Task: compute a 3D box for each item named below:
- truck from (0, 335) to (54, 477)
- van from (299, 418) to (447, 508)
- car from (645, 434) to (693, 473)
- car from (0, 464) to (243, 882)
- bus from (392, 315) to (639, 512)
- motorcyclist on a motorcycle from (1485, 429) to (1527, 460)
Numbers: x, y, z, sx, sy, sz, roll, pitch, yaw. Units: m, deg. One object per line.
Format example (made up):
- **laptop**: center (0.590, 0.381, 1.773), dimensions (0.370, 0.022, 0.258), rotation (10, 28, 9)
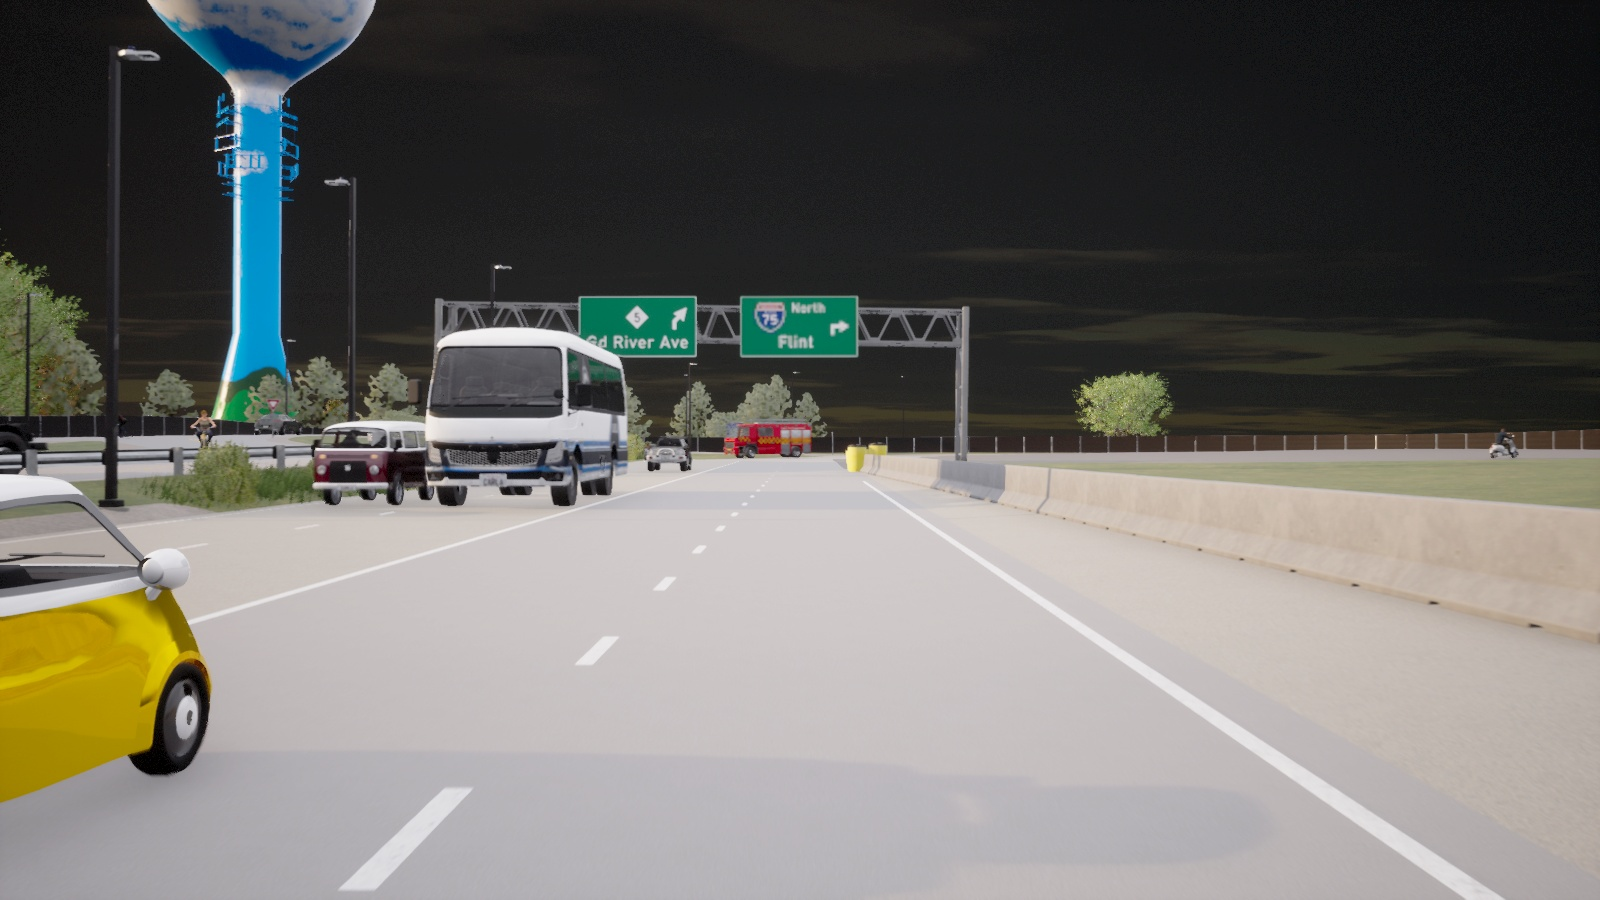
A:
- **truck**: center (-21.538, -0.970, 28.656), dimensions (2.891, 3.462, 7.936), rotation (-1, 2, 14)
- **van**: center (-10.308, 0.276, 30.681), dimensions (2.069, 2.038, 4.480), rotation (0, 0, 0)
- **car**: center (-6.615, 0.154, 63.740), dimensions (1.932, 1.855, 4.605), rotation (0, 0, 0)
- **car**: center (-3.456, 0.771, 5.002), dimensions (1.481, 1.376, 2.207), rotation (0, 1, 0)
- **bus**: center (-6.798, -0.826, 32.227), dimensions (3.944, 4.253, 10.273), rotation (0, 0, 0)
- **motorcyclist on a motorcycle**: center (36.335, -0.275, 64.627), dimensions (1.817, 1.590, 0.866), rotation (-1, 0, -17)
